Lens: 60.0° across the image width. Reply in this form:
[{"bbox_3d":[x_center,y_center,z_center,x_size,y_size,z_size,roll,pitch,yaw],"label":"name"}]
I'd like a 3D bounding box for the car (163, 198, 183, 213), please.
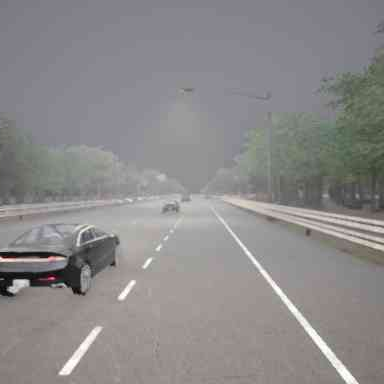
[{"bbox_3d":[-2.447,1.729,40.381,1.812,1.442,4.674,-1,0,1],"label":"car"}]

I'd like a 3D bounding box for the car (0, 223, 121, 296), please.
[{"bbox_3d":[-3.252,1.565,8.883,2.128,1.511,4.902,-1,0,1],"label":"car"}]

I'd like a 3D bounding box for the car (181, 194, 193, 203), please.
[{"bbox_3d":[-1.440,1.586,79.682,2.150,2.045,5.566,-1,0,1],"label":"car"}]
